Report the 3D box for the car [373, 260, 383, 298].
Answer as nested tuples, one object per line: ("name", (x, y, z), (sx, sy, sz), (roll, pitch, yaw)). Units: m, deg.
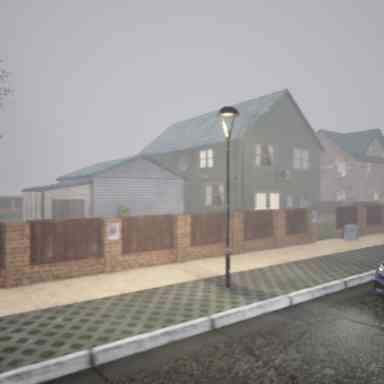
("car", (5.831, 1.524, 7.229), (4.674, 1.442, 1.812), (0, 0, -36))
